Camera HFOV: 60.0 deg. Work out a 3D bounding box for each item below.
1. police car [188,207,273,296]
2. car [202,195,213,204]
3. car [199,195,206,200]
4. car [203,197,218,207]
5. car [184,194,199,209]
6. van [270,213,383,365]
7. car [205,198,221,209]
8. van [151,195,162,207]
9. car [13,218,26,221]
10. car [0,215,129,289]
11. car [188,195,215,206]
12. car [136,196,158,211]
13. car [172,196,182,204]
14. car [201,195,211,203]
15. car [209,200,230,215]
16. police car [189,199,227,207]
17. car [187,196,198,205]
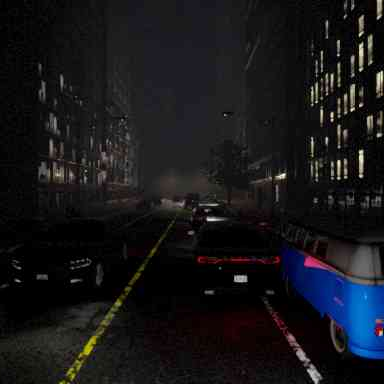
[{"bbox_3d":[0.921,1.425,8.830,1.930,1.638,5.238,0,0,0],"label":"police car"},{"bbox_3d":[2.842,1.410,62.621,1.967,1.590,4.097,0,0,0],"label":"car"},{"bbox_3d":[2.911,1.463,91.083,1.887,1.381,4.507,0,0,0],"label":"car"},{"bbox_3d":[2.814,1.538,51.236,2.008,1.369,4.403,0,0,0],"label":"car"},{"bbox_3d":[0.112,1.215,44.930,2.150,2.045,5.566,0,0,0],"label":"car"},{"bbox_3d":[2.704,1.341,5.697,1.690,1.788,3.998,0,0,0],"label":"van"},{"bbox_3d":[2.801,1.544,45.543,2.008,1.369,4.403,0,0,0],"label":"car"},{"bbox_3d":[-5.566,1.328,51.260,1.690,1.788,3.998,0,0,0],"label":"van"},{"bbox_3d":[-5.663,1.582,11.411,1.802,1.307,4.206,0,0,0],"label":"car"},{"bbox_3d":[-3.077,1.477,9.336,1.882,1.535,5.008,0,0,0],"label":"car"},{"bbox_3d":[0.959,1.351,24.691,2.097,1.767,4.553,0,0,0],"label":"car"},{"bbox_3d":[-5.594,1.548,39.875,2.008,1.369,4.403,0,0,0],"label":"car"},{"bbox_3d":[-2.844,1.472,64.891,1.837,1.490,4.892,0,0,0],"label":"car"},{"bbox_3d":[2.856,1.401,68.313,1.967,1.590,4.097,0,0,0],"label":"car"},{"bbox_3d":[2.773,1.581,34.158,1.802,1.307,4.206,0,0,0],"label":"car"},{"bbox_3d":[0.946,1.425,18.830,1.930,1.638,5.238,0,0,0],"label":"police car"},{"bbox_3d":[0.143,1.480,59.484,1.837,1.490,4.892,0,0,0],"label":"car"}]
